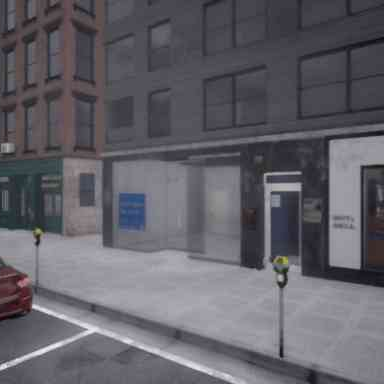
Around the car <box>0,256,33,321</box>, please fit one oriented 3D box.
[{"bbox_3d":[-4.542,1.586,6.051,4.206,1.307,1.802,0,0,36],"label":"car"}]
